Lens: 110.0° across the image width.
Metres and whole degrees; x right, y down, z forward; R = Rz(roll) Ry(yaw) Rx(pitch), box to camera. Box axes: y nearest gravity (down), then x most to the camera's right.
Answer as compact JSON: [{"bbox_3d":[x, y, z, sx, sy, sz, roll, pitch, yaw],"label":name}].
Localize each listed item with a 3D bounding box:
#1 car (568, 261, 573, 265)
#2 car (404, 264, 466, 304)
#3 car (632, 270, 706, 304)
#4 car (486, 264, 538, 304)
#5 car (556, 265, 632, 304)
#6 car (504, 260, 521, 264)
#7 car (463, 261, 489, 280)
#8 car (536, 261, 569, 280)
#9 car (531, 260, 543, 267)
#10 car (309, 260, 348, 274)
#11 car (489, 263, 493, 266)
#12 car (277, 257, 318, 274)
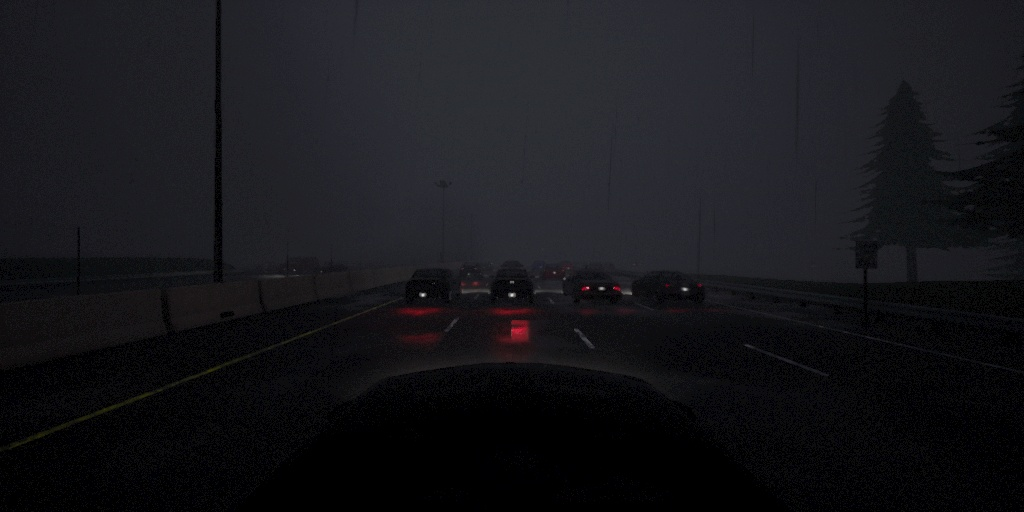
[{"bbox_3d":[7.001,1.329,46.701,1.812,1.442,4.674,0,0,0],"label":"car"},{"bbox_3d":[-3.499,1.278,16.501,1.837,1.490,4.892,0,0,0],"label":"car"},{"bbox_3d":[7.001,1.336,16.501,1.994,1.385,4.181,0,0,0],"label":"car"},{"bbox_3d":[0.001,1.281,16.501,1.837,1.490,4.892,0,0,0],"label":"car"},{"bbox_3d":[3.500,1.328,16.501,2.033,1.411,5.357,0,0,0],"label":"car"},{"bbox_3d":[0.001,1.142,31.471,2.097,1.767,4.553,0,0,0],"label":"car"},{"bbox_3d":[-3.499,1.268,31.501,2.128,1.511,4.902,0,0,0],"label":"car"},{"bbox_3d":[3.501,1.352,31.501,1.994,1.385,4.181,0,0,0],"label":"car"},{"bbox_3d":[3.502,1.278,46.701,1.882,1.535,5.008,0,0,0],"label":"car"},{"bbox_3d":[-20.999,1.422,41.671,1.895,1.301,4.718,0,0,0],"label":"car"},{"bbox_3d":[-3.499,1.359,46.701,1.994,1.385,4.181,0,0,0],"label":"car"},{"bbox_3d":[-24.498,1.090,41.472,2.150,2.045,5.566,0,0,0],"label":"car"}]
